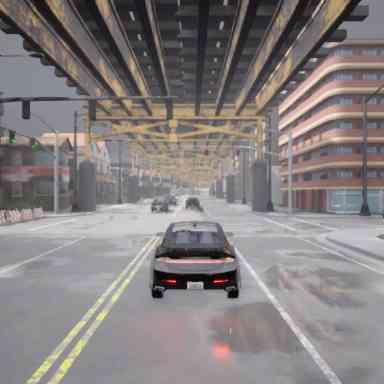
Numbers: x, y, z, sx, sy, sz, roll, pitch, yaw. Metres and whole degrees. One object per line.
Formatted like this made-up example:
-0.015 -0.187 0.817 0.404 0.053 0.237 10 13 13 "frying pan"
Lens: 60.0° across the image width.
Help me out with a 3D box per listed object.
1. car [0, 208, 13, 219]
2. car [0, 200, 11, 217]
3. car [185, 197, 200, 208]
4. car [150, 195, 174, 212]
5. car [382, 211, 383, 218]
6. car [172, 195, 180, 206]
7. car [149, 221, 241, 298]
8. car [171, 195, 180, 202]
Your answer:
-16.769 1.451 25.955 4.974 1.542 2.038 0 0 -20 "car"
-16.817 1.293 25.937 4.536 1.218 1.853 0 0 -20 "car"
0.088 1.501 46.812 1.837 1.490 4.892 0 0 0 "car"
-3.607 1.488 38.017 2.128 1.511 4.902 0 0 0 "car"
17.091 1.524 25.374 4.674 1.442 1.812 0 0 0 "car"
-3.598 1.342 54.652 2.097 1.767 4.553 0 0 0 "car"
0.071 1.491 8.480 2.128 1.511 4.902 0 0 0 "car"
-3.519 1.333 70.903 1.812 1.442 4.674 0 0 0 "car"
